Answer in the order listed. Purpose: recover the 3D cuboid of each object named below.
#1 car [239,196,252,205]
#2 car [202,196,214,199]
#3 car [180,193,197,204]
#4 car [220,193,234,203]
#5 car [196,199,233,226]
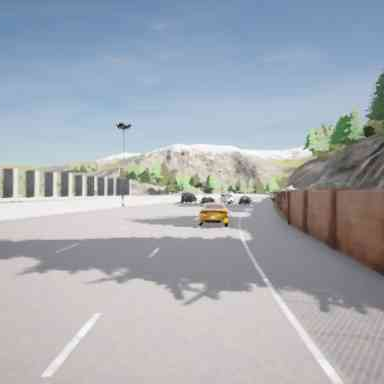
[{"bbox_3d":[10.126,1.455,63.061,2.097,1.767,4.553,1,0,14],"label":"car"},{"bbox_3d":[3.026,1.499,63.505,2.128,1.511,4.902,1,0,14],"label":"car"},{"bbox_3d":[-0.589,1.180,63.508,2.150,2.045,5.566,1,0,14],"label":"car"},{"bbox_3d":[6.628,1.277,63.533,2.150,2.045,5.566,1,0,14],"label":"car"},{"bbox_3d":[1.690,1.488,23.591,1.882,1.535,5.008,0,0,8],"label":"car"}]
